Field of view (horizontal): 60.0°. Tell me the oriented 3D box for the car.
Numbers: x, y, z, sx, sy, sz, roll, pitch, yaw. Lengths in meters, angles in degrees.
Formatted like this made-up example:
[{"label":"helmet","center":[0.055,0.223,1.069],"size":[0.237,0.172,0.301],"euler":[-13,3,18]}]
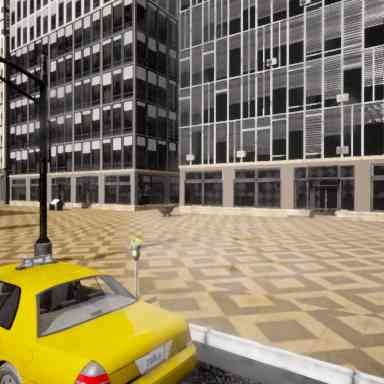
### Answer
[{"label":"car","center":[-2.228,1.525,4.479],"size":[4.829,1.417,1.752],"euler":[0,0,36]}]
